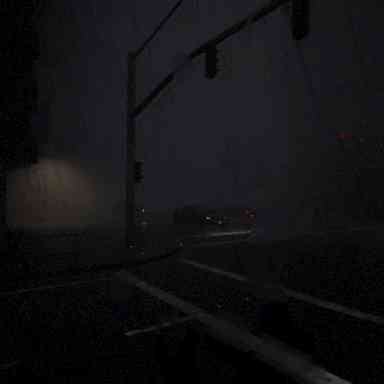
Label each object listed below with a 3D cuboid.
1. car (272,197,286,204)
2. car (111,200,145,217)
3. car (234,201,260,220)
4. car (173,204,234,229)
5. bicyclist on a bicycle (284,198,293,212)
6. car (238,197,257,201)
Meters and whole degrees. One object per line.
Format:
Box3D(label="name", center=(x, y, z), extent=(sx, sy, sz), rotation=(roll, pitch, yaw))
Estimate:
Box3D(label="car", center=(18.936, 1.753, 70.754), extent=(4.553, 1.767, 2.097), rotation=(1, 0, -30))
Box3D(label="car", center=(-6.289, 1.610, 32.404), extent=(1.837, 1.490, 4.892), rotation=(1, 1, -35))
Box3D(label="car", center=(3.888, 1.767, 30.443), extent=(1.895, 1.301, 4.718), rotation=(1, 0, -36))
Box3D(label="car", center=(0.426, 1.634, 22.790), extent=(1.812, 1.442, 4.674), rotation=(1, 0, -35))
Box3D(label="bicyclist on a bicycle", center=(11.233, 1.555, 38.656), extent=(1.656, 1.620, 0.582), rotation=(0, 0, -35))
Box3D(label="car", center=(11.213, 1.674, 65.330), extent=(4.553, 1.767, 2.097), rotation=(1, 0, -35))
